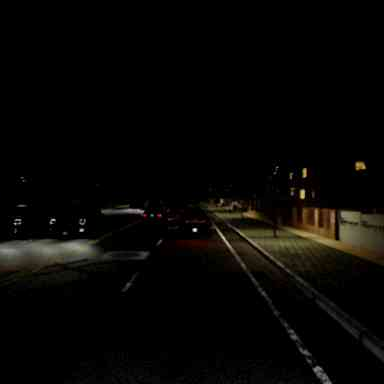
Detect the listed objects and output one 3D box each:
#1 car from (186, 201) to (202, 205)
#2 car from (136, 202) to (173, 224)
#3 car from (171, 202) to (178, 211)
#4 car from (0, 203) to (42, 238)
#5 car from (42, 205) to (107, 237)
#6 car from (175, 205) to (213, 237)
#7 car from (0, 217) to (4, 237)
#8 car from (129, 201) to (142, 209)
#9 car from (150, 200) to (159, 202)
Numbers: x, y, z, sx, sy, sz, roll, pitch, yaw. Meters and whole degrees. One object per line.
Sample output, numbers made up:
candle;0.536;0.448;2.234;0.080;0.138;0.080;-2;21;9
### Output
car;0.282;2.069;46.469;1.837;1.490;4.892;0;-1;0
car;-3.084;1.880;28.331;2.033;1.411;5.357;0;-1;1
car;-2.984;2.088;47.039;1.812;1.442;4.674;0;-1;0
car;-9.797;1.553;18.877;2.097;1.767;4.553;0;-1;-3
car;-6.516;1.566;19.349;2.097;1.767;4.553;0;-1;1
car;0.169;1.744;19.817;1.837;1.490;4.892;0;0;0
car;-6.581;1.548;7.321;1.882;1.535;5.008;0;-1;0
car;-9.558;2.274;57.246;1.895;1.301;4.718;0;-1;1
car;-6.332;2.155;55.813;2.128;1.511;4.902;0;-1;1
